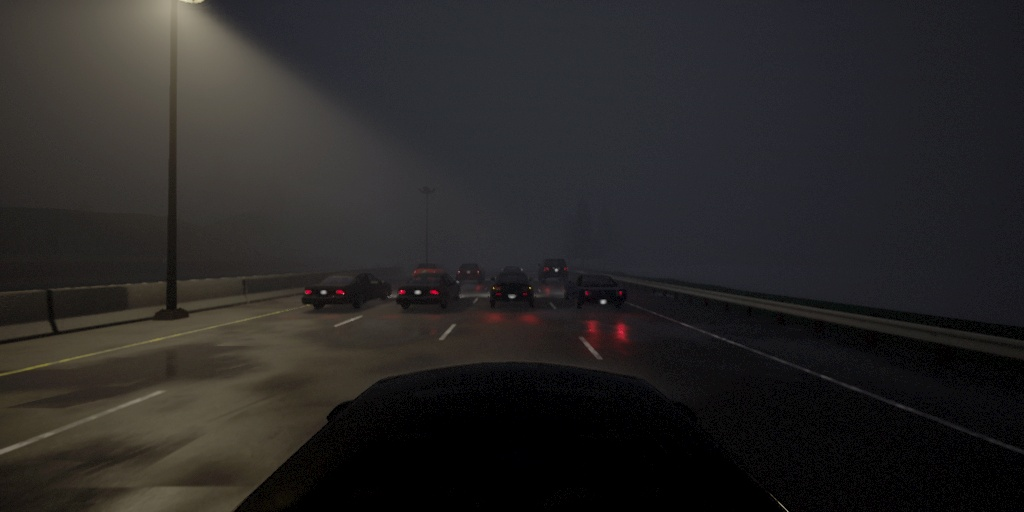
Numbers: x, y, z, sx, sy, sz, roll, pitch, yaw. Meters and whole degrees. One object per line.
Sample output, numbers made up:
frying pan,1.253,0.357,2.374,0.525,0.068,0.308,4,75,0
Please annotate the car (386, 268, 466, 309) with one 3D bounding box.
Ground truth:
car,-3.500,1.429,15.837,2.033,1.411,5.357,0,-1,0

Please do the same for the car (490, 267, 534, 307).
car,0.005,1.410,16.229,1.812,1.442,4.674,0,0,0

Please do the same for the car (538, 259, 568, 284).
car,3.497,1.237,30.863,2.150,2.045,5.566,0,0,0

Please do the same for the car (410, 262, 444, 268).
car,-7.000,1.371,30.931,2.097,1.767,4.553,0,-1,0

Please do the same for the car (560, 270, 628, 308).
car,3.500,1.483,15.955,1.895,1.301,4.718,0,0,0

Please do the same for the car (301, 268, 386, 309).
car,-7.001,1.429,15.836,2.033,1.411,5.357,0,-1,0

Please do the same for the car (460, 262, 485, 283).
car,-3.500,1.371,30.932,2.097,1.767,4.553,0,-1,0
